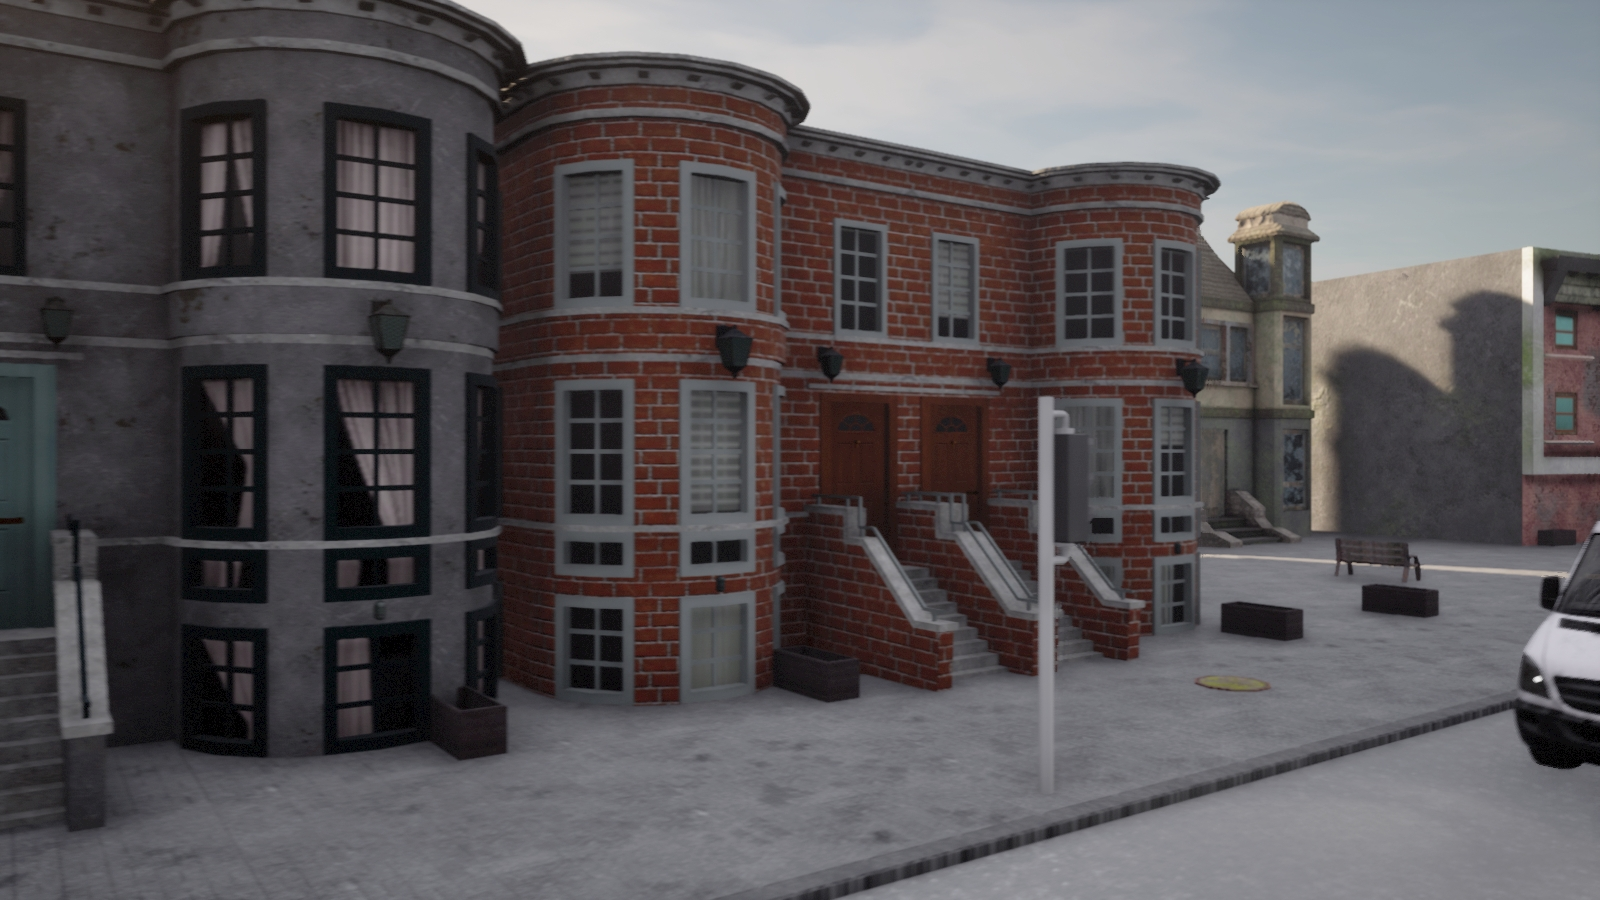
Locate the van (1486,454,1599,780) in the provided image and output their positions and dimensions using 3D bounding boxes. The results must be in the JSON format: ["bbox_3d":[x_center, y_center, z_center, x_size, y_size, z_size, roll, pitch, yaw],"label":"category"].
[{"bbox_3d":[8.824,1.313,10.590,5.915,2.561,1.988,0,0,-35],"label":"van"}]
